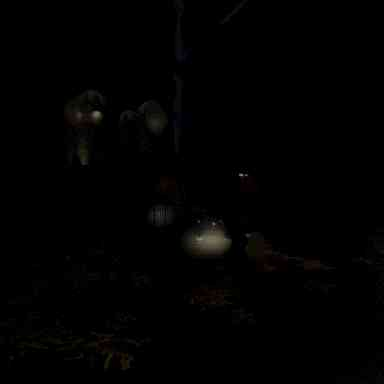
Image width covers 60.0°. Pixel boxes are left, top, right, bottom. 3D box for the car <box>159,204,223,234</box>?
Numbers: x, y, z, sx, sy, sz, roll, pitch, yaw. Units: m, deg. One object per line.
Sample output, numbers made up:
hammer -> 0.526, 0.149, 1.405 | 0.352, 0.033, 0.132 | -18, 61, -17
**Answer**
car -> -0.199, 1.505, 19.565 | 1.837, 1.490, 4.892 | 0, 0, -35
